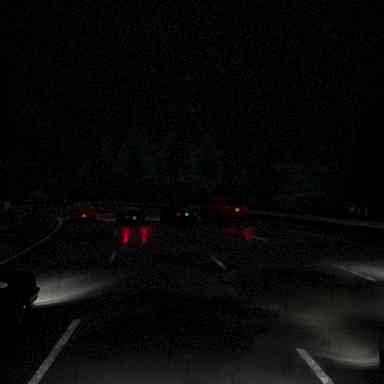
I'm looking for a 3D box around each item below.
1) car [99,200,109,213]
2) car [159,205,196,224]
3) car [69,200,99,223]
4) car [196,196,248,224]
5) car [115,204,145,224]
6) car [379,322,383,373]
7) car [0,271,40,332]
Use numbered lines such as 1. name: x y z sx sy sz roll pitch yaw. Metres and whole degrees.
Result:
1. car: -11.650 1.732 40.670 1.882 1.535 5.008 0 0 -30
2. car: -1.196 1.700 26.470 2.033 1.411 5.357 0 0 -19
3. car: -9.098 1.653 27.545 1.882 1.535 5.008 0 0 -21
4. car: 2.424 1.367 26.387 2.150 2.045 5.566 0 0 -18
5. car: -4.884 1.684 26.187 1.812 1.442 4.674 0 0 -19
6. car: 3.268 1.357 2.014 2.097 1.767 4.553 0 0 -2
7. car: -3.641 1.578 3.821 2.033 1.411 5.357 0 0 -4
